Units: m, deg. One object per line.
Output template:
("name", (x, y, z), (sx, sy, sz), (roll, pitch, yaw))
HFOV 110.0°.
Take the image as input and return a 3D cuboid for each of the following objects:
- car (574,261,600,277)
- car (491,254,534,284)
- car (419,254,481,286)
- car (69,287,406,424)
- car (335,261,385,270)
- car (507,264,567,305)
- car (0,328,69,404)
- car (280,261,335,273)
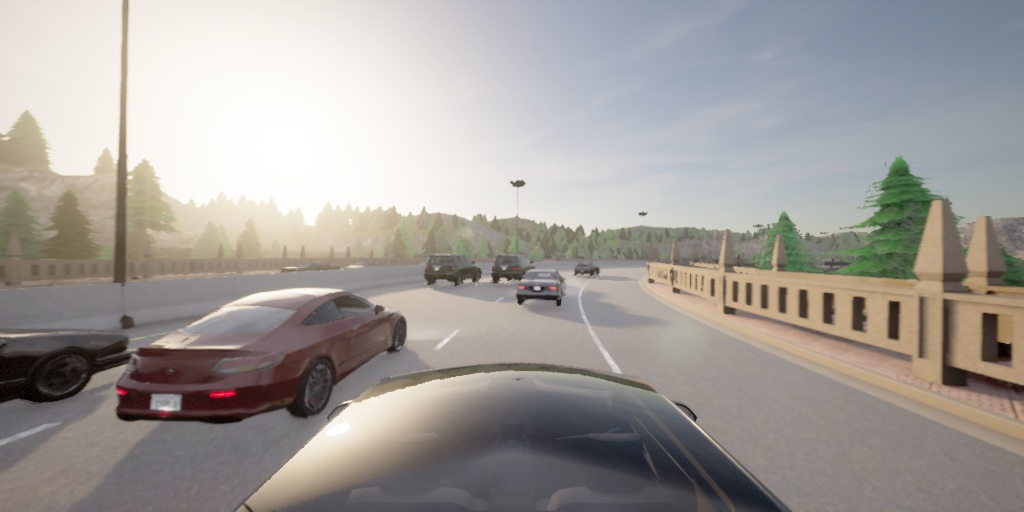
("car", (7.556, 1.219, 35.888), (2.128, 1.511, 4.902), (0, 0, 24))
("car", (0.214, 0.902, 26.092), (2.150, 2.045, 5.566), (0, 0, 16))
("car", (-3.905, 0.870, 24.300), (2.150, 2.045, 5.566), (0, 0, 14))
("car", (-3.214, 1.228, 5.732), (1.812, 1.442, 4.674), (1, 0, 2))
("car", (-12.915, 1.130, 31.422), (1.994, 1.385, 4.181), (0, 0, 17))
("car", (1.380, 1.263, 15.948), (2.033, 1.411, 5.357), (1, 0, 10))
("car", (-6.860, 1.217, 3.119), (2.033, 1.411, 5.357), (1, 0, 1))
("car", (-16.932, 1.132, 30.302), (1.895, 1.301, 4.718), (0, 0, 16))
